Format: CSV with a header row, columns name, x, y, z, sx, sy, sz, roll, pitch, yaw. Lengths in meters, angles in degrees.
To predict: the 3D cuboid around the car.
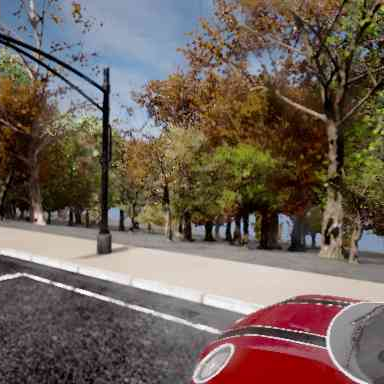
name,x,y,z,sx,sy,sz,roll,pitch,yaw
car,2.152,1.359,2.148,4.553,1.767,2.097,1,0,36
